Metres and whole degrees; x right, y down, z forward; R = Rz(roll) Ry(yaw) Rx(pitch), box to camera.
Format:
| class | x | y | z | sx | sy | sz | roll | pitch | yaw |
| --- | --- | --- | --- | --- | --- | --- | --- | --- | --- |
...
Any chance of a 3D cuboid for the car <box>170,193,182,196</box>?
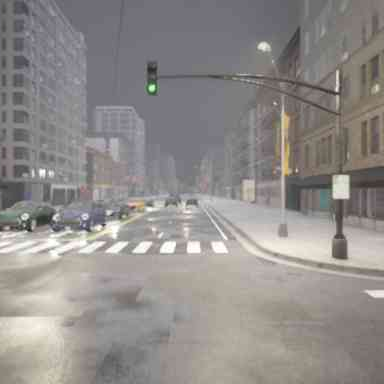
| class | x | y | z | sx | sy | sz | roll | pitch | yaw |
| --- | --- | --- | --- | --- | --- | --- | --- | --- | --- |
| car | -3.150 | 1.165 | 62.237 | 2.150 | 2.045 | 5.566 | 0 | 0 | 0 |

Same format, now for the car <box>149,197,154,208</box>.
| class | x | y | z | sx | sy | sz | roll | pitch | yaw |
| --- | --- | --- | --- | --- | --- | --- | --- | --- | --- |
| car | -6.556 | 1.486 | 48.122 | 1.812 | 1.442 | 4.674 | 0 | 0 | 1 |

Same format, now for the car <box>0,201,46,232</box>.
| class | x | y | z | sx | sy | sz | roll | pitch | yaw |
| --- | --- | --- | --- | --- | --- | --- | --- | --- | --- |
| car | -9.835 | 1.341 | 19.929 | 2.097 | 1.767 | 4.553 | 0 | 0 | 0 |

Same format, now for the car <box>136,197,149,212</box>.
| class | x | y | z | sx | sy | sz | roll | pitch | yaw |
| --- | --- | --- | --- | --- | --- | --- | --- | --- | --- |
| car | -6.572 | 1.449 | 38.270 | 1.882 | 1.535 | 5.008 | 0 | 0 | 0 |

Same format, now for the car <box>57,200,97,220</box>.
| class | x | y | z | sx | sy | sz | roll | pitch | yaw |
| --- | --- | --- | --- | --- | --- | --- | --- | --- | --- |
| car | -9.831 | 1.487 | 28.902 | 1.837 | 1.490 | 4.892 | 0 | 0 | 0 |

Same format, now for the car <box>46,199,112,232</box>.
| class | x | y | z | sx | sy | sz | roll | pitch | yaw |
| --- | --- | --- | --- | --- | --- | --- | --- | --- | --- |
| car | -6.585 | 1.340 | 19.928 | 2.097 | 1.767 | 4.553 | 0 | 0 | 0 |

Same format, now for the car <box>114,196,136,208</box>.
| class | x | y | z | sx | sy | sz | roll | pitch | yaw |
| --- | --- | --- | --- | --- | --- | --- | --- | --- | --- |
| car | -9.800 | 1.452 | 49.145 | 2.128 | 1.511 | 4.902 | 0 | 0 | 0 |

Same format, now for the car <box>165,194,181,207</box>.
| class | x | y | z | sx | sy | sz | roll | pitch | yaw |
| --- | --- | --- | --- | --- | --- | --- | --- | --- | --- |
| car | -3.141 | 1.460 | 50.990 | 1.837 | 1.490 | 4.892 | 0 | 0 | 0 |

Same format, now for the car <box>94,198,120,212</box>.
| class | x | y | z | sx | sy | sz | roll | pitch | yaw |
| --- | --- | --- | --- | --- | --- | --- | --- | --- | --- |
| car | -9.824 | 1.498 | 38.847 | 1.812 | 1.442 | 4.674 | 0 | 0 | 0 |

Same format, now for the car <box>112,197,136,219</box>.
| class | x | y | z | sx | sy | sz | roll | pitch | yaw |
| --- | --- | --- | --- | --- | --- | --- | --- | --- | --- |
| car | -6.577 | 1.472 | 28.767 | 2.128 | 1.511 | 4.902 | 0 | 0 | 0 |

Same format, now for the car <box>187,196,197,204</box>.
| class | x | y | z | sx | sy | sz | roll | pitch | yaw |
| --- | --- | --- | --- | --- | --- | --- | --- | --- | --- |
| car | 0.013 | 1.470 | 60.828 | 1.812 | 1.442 | 4.674 | 0 | 0 | 0 |

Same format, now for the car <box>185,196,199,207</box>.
| class | x | y | z | sx | sy | sz | roll | pitch | yaw |
| --- | --- | --- | --- | --- | --- | --- | --- | --- | --- |
| car | 0.011 | 1.461 | 50.409 | 1.837 | 1.490 | 4.892 | 0 | 0 | 0 |
